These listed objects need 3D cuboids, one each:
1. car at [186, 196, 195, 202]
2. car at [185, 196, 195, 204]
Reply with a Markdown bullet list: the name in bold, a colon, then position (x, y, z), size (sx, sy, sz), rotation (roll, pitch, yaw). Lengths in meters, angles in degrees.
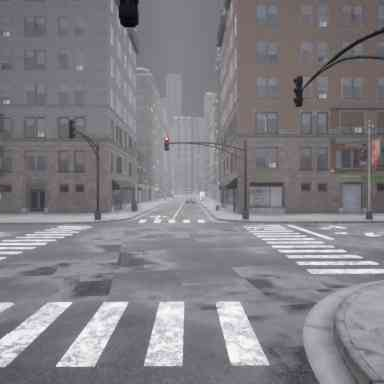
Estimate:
- **car**: position (-0.368, 1.484, 73.679), size (1.895, 1.301, 4.718), rotation (0, 0, 0)
- **car**: position (-0.300, 1.649, 63.675), size (1.895, 1.301, 4.718), rotation (0, 0, 0)
